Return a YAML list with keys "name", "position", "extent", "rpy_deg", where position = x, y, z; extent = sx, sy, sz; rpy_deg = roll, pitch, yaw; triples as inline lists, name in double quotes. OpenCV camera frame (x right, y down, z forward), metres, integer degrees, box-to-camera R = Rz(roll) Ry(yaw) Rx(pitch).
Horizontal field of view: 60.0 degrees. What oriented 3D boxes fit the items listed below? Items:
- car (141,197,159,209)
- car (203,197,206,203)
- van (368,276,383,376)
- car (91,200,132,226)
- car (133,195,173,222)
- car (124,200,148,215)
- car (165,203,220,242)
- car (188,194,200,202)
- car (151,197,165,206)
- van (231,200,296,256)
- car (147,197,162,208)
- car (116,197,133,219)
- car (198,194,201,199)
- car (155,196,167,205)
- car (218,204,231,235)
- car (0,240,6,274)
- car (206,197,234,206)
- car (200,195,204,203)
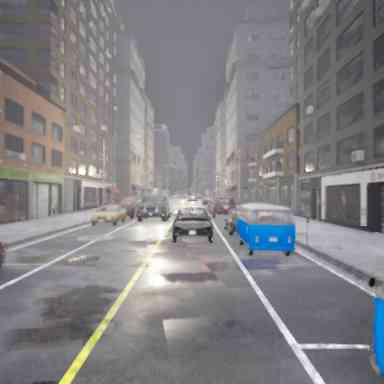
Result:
- name: "car"
  position: [-5.778, 1.480, 45.857]
  extent: [1.967, 1.590, 4.097]
  rpy_deg: [1, 0, 0]
- name: "car"
  position: [2.741, 1.596, 40.364]
  extent: [2.008, 1.369, 4.403]
  rpy_deg: [1, 0, 0]
- name: "van"
  position: [2.685, 1.347, 1.924]
  extent: [1.690, 1.788, 3.998]
  rpy_deg: [1, 0, 0]
- name: "car"
  position: [-5.814, 1.535, 23.716]
  extent: [1.752, 1.417, 4.829]
  rpy_deg: [1, 0, 0]
- name: "car"
  position: [-2.964, 1.241, 26.736]
  extent: [2.150, 2.045, 5.566]
  rpy_deg: [0, 0, 0]
- name: "car"
  position: [-5.797, 1.605, 34.872]
  extent: [1.802, 1.307, 4.206]
  rpy_deg: [1, 0, 0]
- name: "car"
  position: [0.025, 1.505, 16.531]
  extent: [2.128, 1.511, 4.902]
  rpy_deg: [0, 0, 0]
- name: "car"
  position: [0.114, 1.510, 71.327]
  extent: [1.994, 1.385, 4.181]
  rpy_deg: [0, 0, 0]
- name: "car"
  position: [-5.761, 1.612, 56.843]
  extent: [2.008, 1.369, 4.403]
  rpy_deg: [1, 0, 0]
- name: "van"
  position: [2.702, 1.355, 12.907]
  extent: [1.690, 1.788, 3.998]
  rpy_deg: [1, 0, 0]
- name: "car"
  position: [-5.770, 1.575, 51.181]
  extent: [1.752, 1.417, 4.829]
  rpy_deg: [1, 0, 0]
- name: "car"
  position: [-5.803, 1.331, 29.379]
  extent: [2.192, 1.841, 5.009]
  rpy_deg: [1, 0, 0]
- name: "car"
  position: [2.783, 1.650, 67.821]
  extent: [2.008, 1.369, 4.403]
  rpy_deg: [1, 0, 0]
- name: "car"
  position: [-5.751, 1.513, 62.336]
  extent: [1.967, 1.590, 4.097]
  rpy_deg: [1, 0, 0]
- name: "car"
  position: [2.708, 1.570, 18.399]
  extent: [2.008, 1.369, 4.403]
  rpy_deg: [1, 0, 0]
- name: "car"
  position: [-5.841, 1.578, 7.406]
  extent: [1.802, 1.307, 4.206]
  rpy_deg: [1, 0, 0]
- name: "car"
  position: [2.727, 1.345, 29.382]
  extent: [2.192, 1.841, 5.009]
  rpy_deg: [1, 0, 0]
- name: "car"
  position: [2.766, 1.619, 56.838]
  extent: [1.887, 1.381, 4.507]
  rpy_deg: [1, 0, 0]
